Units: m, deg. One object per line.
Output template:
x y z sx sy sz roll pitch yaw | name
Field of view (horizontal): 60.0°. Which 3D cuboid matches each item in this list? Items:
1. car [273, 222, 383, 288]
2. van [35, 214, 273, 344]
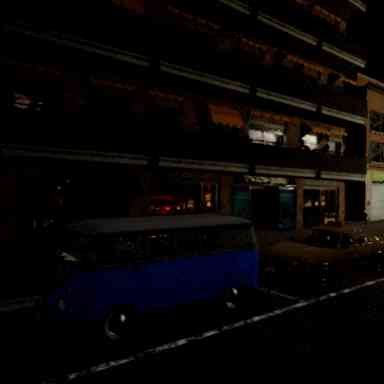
3.826 1.541 9.280 4.829 1.417 1.752 0 1 -36 | car
-0.566 1.347 6.140 3.998 1.788 1.690 0 1 -36 | van
